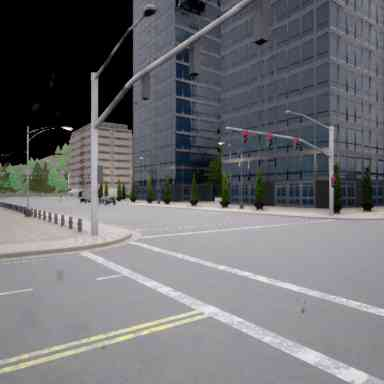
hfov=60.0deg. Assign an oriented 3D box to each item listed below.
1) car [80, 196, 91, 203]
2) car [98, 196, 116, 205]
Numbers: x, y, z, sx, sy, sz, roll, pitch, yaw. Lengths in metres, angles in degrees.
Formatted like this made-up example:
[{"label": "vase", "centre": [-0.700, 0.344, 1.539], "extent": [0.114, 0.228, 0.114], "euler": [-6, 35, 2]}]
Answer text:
[{"label": "car", "centre": [-20.626, 1.492, 65.703], "extent": [2.033, 1.411, 5.357], "euler": [0, 0, -33]}, {"label": "car", "centre": [-14.661, 1.449, 57.188], "extent": [1.837, 1.490, 4.892], "euler": [0, 0, -35]}]
